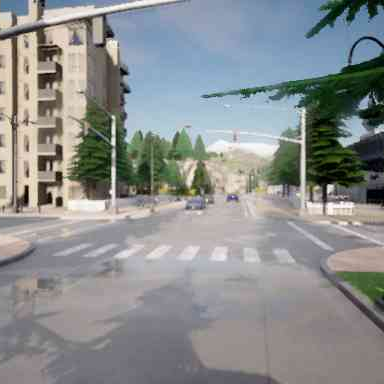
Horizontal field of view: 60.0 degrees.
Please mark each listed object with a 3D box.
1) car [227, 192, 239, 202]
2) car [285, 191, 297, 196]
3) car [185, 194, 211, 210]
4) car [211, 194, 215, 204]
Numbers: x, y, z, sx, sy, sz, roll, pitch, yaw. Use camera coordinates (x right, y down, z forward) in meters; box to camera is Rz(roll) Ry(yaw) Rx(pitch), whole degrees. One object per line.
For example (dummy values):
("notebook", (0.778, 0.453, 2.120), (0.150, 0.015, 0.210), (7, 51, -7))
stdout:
("car", (7.219, 0.819, 58.605), (2.097, 1.767, 4.553), (0, 1, 8))
("car", (25.226, 0.613, 85.920), (1.845, 1.501, 3.633), (0, 1, 9))
("car", (0.515, 1.212, 37.093), (2.033, 1.411, 5.357), (0, 1, 8))
("car", (2.299, 1.038, 49.432), (2.128, 1.511, 4.902), (0, 1, 8))
